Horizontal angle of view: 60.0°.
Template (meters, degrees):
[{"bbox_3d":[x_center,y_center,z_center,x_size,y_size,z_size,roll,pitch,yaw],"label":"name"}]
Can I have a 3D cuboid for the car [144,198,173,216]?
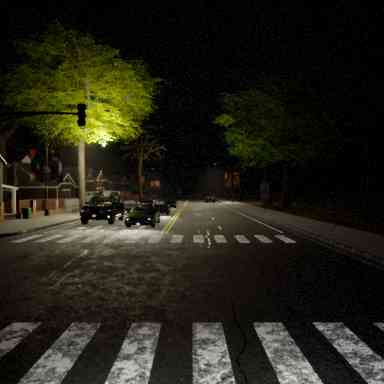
[{"bbox_3d":[-3.176,1.556,32.323,1.994,1.385,4.181,0,0,0],"label":"car"}]

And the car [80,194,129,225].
[{"bbox_3d":[-6.473,1.214,24.663,2.150,2.045,5.566,0,0,0],"label":"car"}]

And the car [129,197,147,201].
[{"bbox_3d":[-6.410,1.540,34.970,2.033,1.411,5.357,0,0,0],"label":"car"}]

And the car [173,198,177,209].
[{"bbox_3d":[-3.085,1.542,46.304,2.033,1.411,5.357,0,0,1],"label":"car"}]

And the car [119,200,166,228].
[{"bbox_3d":[-3.230,1.541,22.649,2.033,1.411,5.357,0,0,0],"label":"car"}]

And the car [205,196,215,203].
[{"bbox_3d":[3.715,1.506,67.605,1.837,1.490,4.892,0,0,1],"label":"car"}]
